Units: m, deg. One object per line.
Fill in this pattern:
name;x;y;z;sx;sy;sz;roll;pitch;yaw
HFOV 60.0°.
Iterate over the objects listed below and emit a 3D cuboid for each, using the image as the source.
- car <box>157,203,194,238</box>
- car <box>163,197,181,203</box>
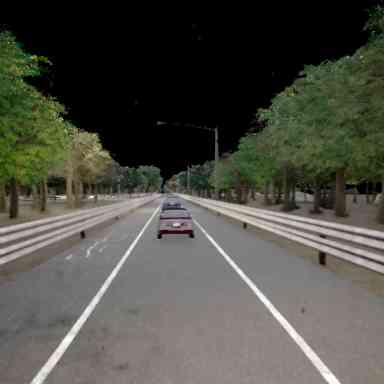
car;-0.889;1.549;17.801;2.033;1.411;5.357;0;0;-4
car;-2.305;1.341;38.595;2.097;1.767;4.553;0;0;-4
